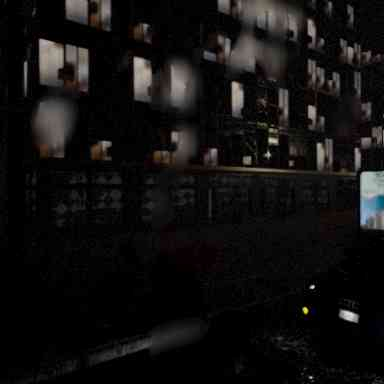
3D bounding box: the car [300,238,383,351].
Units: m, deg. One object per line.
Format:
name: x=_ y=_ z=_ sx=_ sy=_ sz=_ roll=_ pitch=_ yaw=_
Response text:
car: x=3.800 y=1.530 z=5.782 sx=4.181 sy=1.385 sz=1.994 roll=0 pitch=0 yaw=-35
